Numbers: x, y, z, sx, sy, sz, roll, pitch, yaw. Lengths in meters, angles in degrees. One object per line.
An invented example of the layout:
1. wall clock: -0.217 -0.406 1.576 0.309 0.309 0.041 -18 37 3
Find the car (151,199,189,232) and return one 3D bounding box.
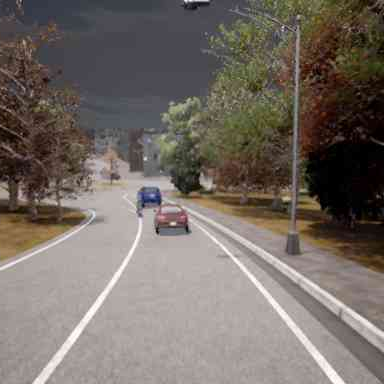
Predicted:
1. car: -1.252 1.402 19.106 1.812 1.442 4.674 -1 1 -7

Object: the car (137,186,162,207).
1. car: -4.666 0.400 36.041 2.150 2.045 5.566 -1 4 -15

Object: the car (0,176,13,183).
1. car: -44.074 -2.769 76.603 1.837 1.490 4.892 2 5 24

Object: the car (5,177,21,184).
1. car: -41.154 -2.618 75.207 2.128 1.511 4.902 2 5 24
